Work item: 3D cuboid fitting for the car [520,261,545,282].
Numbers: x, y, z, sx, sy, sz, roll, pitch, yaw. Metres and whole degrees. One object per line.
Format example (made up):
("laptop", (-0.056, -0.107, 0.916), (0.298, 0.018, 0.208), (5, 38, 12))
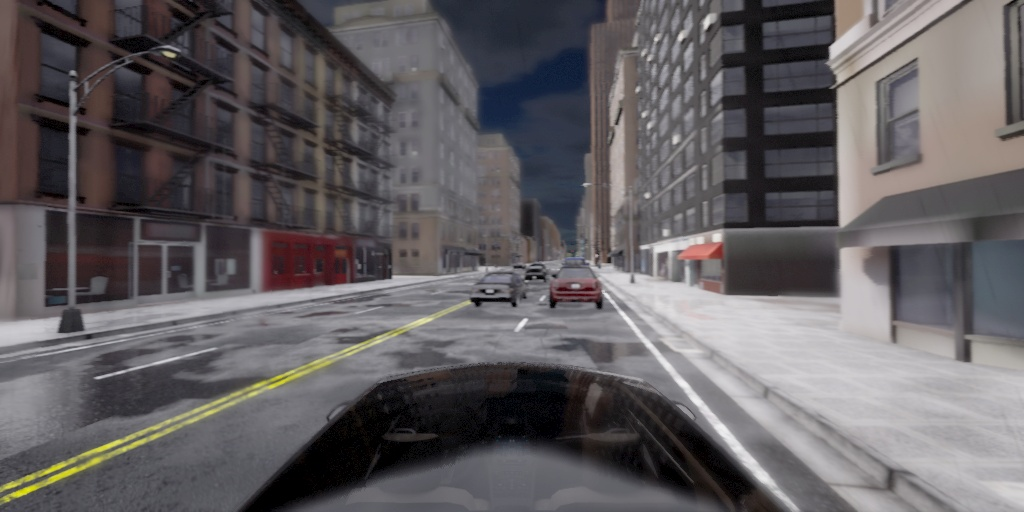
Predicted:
("car", (2.233, 1.485, 31.353), (1.837, 1.490, 4.892), (-1, 0, 10))

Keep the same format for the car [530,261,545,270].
("car", (4.569, 1.720, 63.549), (2.128, 1.511, 4.902), (-1, -1, 10))

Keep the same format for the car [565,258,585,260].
("car", (5.380, 1.158, 30.519), (2.150, 2.045, 5.566), (-1, 0, 10))

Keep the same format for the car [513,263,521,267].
("car", (1.403, 1.863, 64.288), (1.895, 1.301, 4.718), (-1, -1, 10))

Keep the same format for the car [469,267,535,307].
("car", (-0.413, 1.423, 16.268), (2.033, 1.411, 5.357), (-1, 0, 10))

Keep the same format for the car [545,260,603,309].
("car", (2.802, 1.192, 15.791), (2.097, 1.767, 4.553), (-1, -1, 10))
